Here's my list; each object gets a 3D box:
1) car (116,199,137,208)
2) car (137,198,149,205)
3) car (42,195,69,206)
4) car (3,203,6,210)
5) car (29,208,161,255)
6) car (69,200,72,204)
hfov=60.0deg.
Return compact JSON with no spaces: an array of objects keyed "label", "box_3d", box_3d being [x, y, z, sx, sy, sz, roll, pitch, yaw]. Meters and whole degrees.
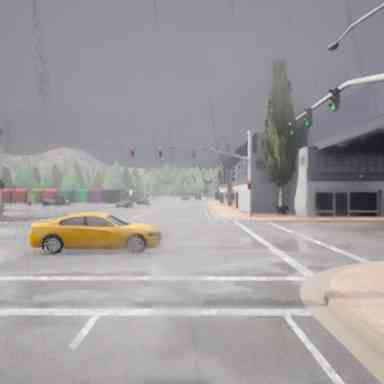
[{"label":"car","box_3d":[-10.319,1.784,51.059,2.128,1.511,4.902,0,0,2]},{"label":"car","box_3d":[-9.799,1.921,66.603,2.033,1.411,5.357,0,0,2]},{"label":"car","box_3d":[-24.823,1.499,59.748,3.866,1.878,1.905,0,0,0]},{"label":"car","box_3d":[-24.836,1.387,40.125,3.866,1.878,1.905,0,0,0]},{"label":"car","box_3d":[-3.731,1.555,13.183,5.008,1.535,1.882,0,0,-3]},{"label":"car","box_3d":[-24.805,1.755,62.642,3.806,1.475,1.970,0,0,0]}]
